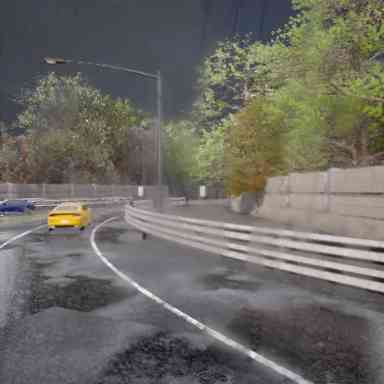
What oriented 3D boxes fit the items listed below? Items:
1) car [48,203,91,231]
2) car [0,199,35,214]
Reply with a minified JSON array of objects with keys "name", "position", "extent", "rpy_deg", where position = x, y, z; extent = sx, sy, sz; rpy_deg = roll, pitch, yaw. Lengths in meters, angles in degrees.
[{"name":"car","position":[-7.337,1.420,20.320],"extent":[1.882,1.535,5.008],"rpy_deg":[-1,0,-11]},{"name":"car","position":[-18.100,1.451,33.039],"extent":[4.674,1.442,1.812],"rpy_deg":[0,0,-44]}]
